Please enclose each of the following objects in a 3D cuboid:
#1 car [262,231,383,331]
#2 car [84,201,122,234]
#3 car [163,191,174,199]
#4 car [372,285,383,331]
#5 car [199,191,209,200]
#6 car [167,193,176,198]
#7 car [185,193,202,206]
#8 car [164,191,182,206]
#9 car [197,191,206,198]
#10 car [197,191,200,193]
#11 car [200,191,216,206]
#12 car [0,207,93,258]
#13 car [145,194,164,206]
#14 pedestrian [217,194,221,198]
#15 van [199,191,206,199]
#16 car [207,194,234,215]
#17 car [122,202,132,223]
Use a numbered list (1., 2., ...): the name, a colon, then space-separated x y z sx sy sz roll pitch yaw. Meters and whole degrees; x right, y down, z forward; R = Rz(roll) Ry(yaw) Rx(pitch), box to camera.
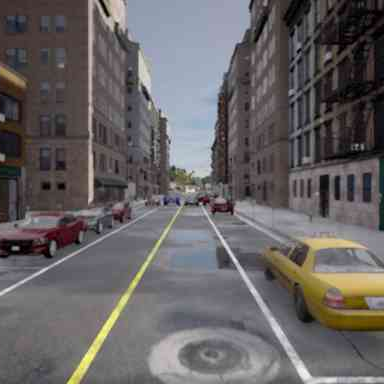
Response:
1. car: 2.631 1.478 6.908 1.752 1.417 4.829 0 0 0
2. car: -5.404 1.428 18.095 2.008 1.369 4.403 0 0 0
3. car: -5.485 0.772 79.063 2.192 1.841 5.009 0 0 0
4. car: 2.636 1.574 1.056 1.802 1.307 4.206 0 0 0
5. car: 2.639 0.810 73.567 2.192 1.841 5.009 0 0 0
6. car: -5.490 0.931 90.072 2.008 1.369 4.403 0 0 0
7. car: -0.016 1.246 46.538 1.994 1.385 4.181 0 0 1
8. car: -2.819 0.898 47.544 2.150 2.045 5.566 0 0 0
9. car: 2.612 0.695 90.078 2.192 1.841 5.009 0 0 0
10. car: 2.875 1.076 57.292 5.008 1.535 1.882 0 1 -29
11. car: 2.598 0.997 46.512 2.192 1.841 5.009 0 0 0
12. car: -5.399 1.460 12.413 1.887 1.381 4.507 0 0 0
13. car: -5.427 1.122 46.505 1.967 1.590 4.097 0 0 0
14. pedestrian: 2.721 1.063 33.826 0.375 1.860 0.375 0 0 0
15. van: 2.621 0.759 84.574 1.690 1.788 3.998 0 0 0
16. car: 2.724 1.268 30.824 1.882 1.535 5.008 0 0 0
17. car: -5.408 1.383 23.778 1.887 1.381 4.507 0 0 0
